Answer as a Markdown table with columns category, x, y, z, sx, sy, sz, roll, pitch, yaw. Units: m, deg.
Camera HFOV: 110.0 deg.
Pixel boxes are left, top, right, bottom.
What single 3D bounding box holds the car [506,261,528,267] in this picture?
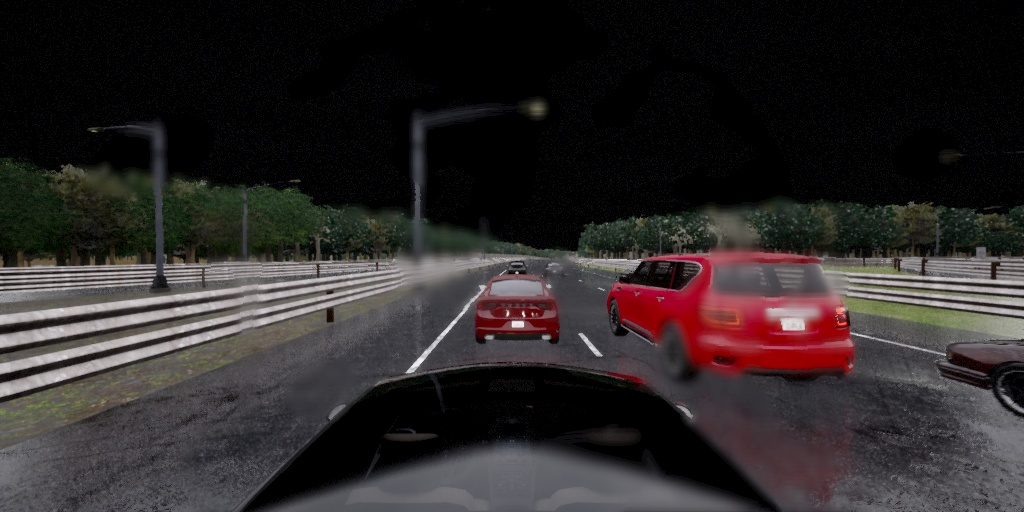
| category | x | y | z | sx | sy | sz | roll | pitch | yaw |
| --- | --- | --- | --- | --- | --- | --- | --- | --- | --- |
| car | 0.515 | 1.252 | 34.666 | 1.837 | 1.490 | 4.892 | 0 | 0 | 1 |

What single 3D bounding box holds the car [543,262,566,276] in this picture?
| category | x | y | z | sx | sy | sz | roll | pitch | yaw |
| --- | --- | --- | --- | --- | --- | --- | --- | --- | --- |
| car | 3.992 | 1.274 | 33.878 | 1.812 | 1.442 | 4.674 | 0 | 0 | 2 |

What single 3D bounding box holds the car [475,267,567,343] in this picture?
| category | x | y | z | sx | sy | sz | roll | pitch | yaw |
| --- | --- | --- | --- | --- | --- | --- | --- | --- | --- |
| car | 0.120 | 1.225 | 9.700 | 1.882 | 1.535 | 5.008 | 0 | 0 | 0 |

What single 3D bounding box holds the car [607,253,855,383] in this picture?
| category | x | y | z | sx | sy | sz | roll | pitch | yaw |
| --- | --- | --- | --- | --- | --- | --- | --- | --- | --- |
| car | 3.608 | 0.970 | 7.261 | 2.150 | 2.045 | 5.566 | 0 | 0 | 0 |

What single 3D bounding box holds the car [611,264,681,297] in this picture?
| category | x | y | z | sx | sy | sz | roll | pitch | yaw |
| --- | --- | --- | --- | --- | --- | --- | --- | --- | --- |
| car | 7.215 | 1.239 | 19.911 | 2.128 | 1.511 | 4.902 | 0 | 0 | 1 |

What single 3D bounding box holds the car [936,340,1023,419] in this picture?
| category | x | y | z | sx | sy | sz | roll | pitch | yaw |
| --- | --- | --- | --- | --- | --- | --- | --- | --- | --- |
| car | 7.105 | 1.297 | 2.680 | 2.033 | 1.411 | 5.357 | 0 | 0 | 0 |
